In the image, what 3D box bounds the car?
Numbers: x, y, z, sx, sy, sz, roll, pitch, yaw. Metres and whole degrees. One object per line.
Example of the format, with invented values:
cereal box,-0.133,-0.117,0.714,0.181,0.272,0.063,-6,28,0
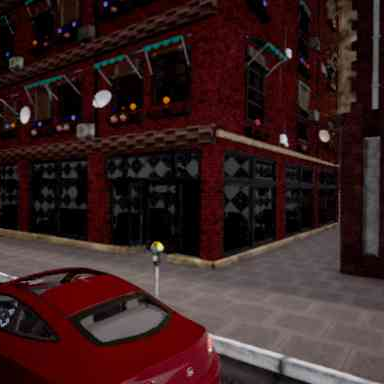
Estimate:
car,-1.672,1.581,3.905,4.206,1.307,1.802,0,1,36
